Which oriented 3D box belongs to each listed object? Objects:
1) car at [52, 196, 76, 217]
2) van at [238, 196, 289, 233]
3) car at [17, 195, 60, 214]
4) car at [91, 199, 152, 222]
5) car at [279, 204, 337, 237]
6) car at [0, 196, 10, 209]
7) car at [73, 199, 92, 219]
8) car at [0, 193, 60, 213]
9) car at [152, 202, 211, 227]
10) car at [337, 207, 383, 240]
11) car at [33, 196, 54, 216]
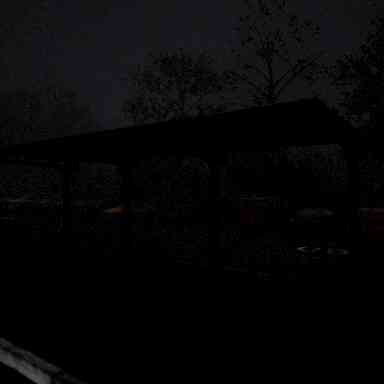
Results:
[{"bbox_3d":[-9.205,1.389,29.183,2.231,1.521,4.892,0,0,35],"label":"car"},{"bbox_3d":[4.453,1.246,19.653,1.878,1.987,4.442,0,0,35],"label":"van"},{"bbox_3d":[-13.737,1.360,32.389,2.097,1.535,5.008,0,0,35],"label":"car"},{"bbox_3d":[-4.785,1.413,25.820,1.946,1.575,5.366,0,0,35],"label":"car"},{"bbox_3d":[6.648,1.526,17.953,2.002,1.452,4.674,0,0,35],"label":"car"},{"bbox_3d":[-25.085,1.308,40.377,2.163,1.488,4.792,1,0,35],"label":"car"},{"bbox_3d":[-6.927,1.432,27.599,2.163,1.488,4.792,0,0,35],"label":"car"},{"bbox_3d":[-16.021,1.095,33.964,2.435,2.045,5.566,0,0,35],"label":"car"},{"bbox_3d":[-0.163,1.473,22.741,2.163,1.488,4.792,0,0,35],"label":"car"},{"bbox_3d":[8.914,1.500,16.347,2.097,1.535,5.008,0,0,35],"label":"car"},{"bbox_3d":[-11.471,1.374,30.786,2.097,1.535,5.008,0,0,35],"label":"car"}]
